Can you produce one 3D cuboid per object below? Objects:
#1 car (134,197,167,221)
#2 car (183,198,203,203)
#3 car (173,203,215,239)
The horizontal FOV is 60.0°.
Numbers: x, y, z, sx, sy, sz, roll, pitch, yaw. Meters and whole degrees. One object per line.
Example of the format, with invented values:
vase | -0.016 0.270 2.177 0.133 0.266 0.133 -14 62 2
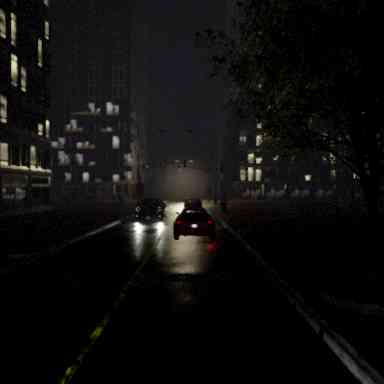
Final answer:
car | -3.084 1.214 25.562 2.097 1.767 4.553 0 0 0
car | 0.107 1.315 33.430 2.128 1.511 4.902 0 0 0
car | 0.104 1.471 16.818 1.994 1.385 4.181 0 0 0
